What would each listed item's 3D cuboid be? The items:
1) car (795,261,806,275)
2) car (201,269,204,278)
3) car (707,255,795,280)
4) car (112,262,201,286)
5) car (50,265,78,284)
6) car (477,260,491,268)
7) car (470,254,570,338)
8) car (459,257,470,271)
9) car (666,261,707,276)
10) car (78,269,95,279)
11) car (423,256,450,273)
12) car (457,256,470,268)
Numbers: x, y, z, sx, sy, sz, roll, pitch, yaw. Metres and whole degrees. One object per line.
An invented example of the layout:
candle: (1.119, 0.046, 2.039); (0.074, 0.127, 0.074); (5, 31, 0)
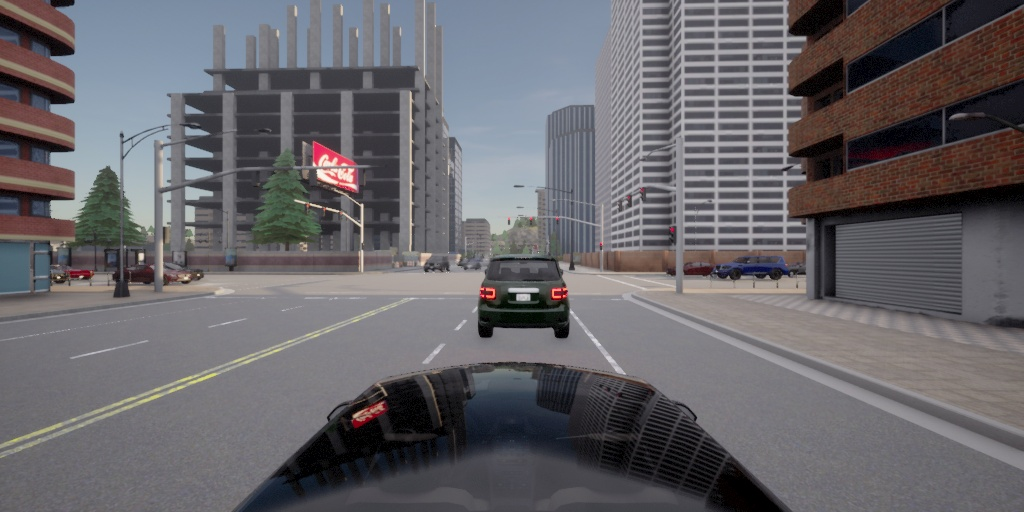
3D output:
car: (27.236, 1.238, 33.751); (4.902, 1.511, 2.128); (0, 0, 2)
car: (-27.207, 1.225, 28.327); (5.008, 1.535, 1.882); (0, 0, 2)
car: (20.222, 0.968, 30.490); (5.566, 2.045, 2.150); (0, 0, 2)
car: (-24.764, 1.273, 24.746); (4.674, 1.442, 1.812); (0, 0, 2)
car: (-34.010, 1.252, 25.046); (4.892, 1.490, 1.837); (0, 0, 2)
car: (-4.819, 1.343, 62.683); (1.895, 1.301, 4.718); (0, 0, 3)
car: (0.338, 0.970, 10.294); (2.150, 2.045, 5.566); (0, 0, 2)
car: (-5.379, 1.236, 48.621); (2.128, 1.511, 4.902); (0, 0, 2)
car: (17.306, 1.224, 34.083); (5.008, 1.535, 1.882); (0, 0, 2)
car: (-36.499, 1.348, 28.630); (4.718, 1.301, 1.895); (0, 0, 2)
car: (-9.076, 0.966, 43.679); (2.150, 2.045, 5.566); (0, 0, 2)
car: (-8.316, 1.249, 62.709); (1.837, 1.490, 4.892); (0, -1, 3)
